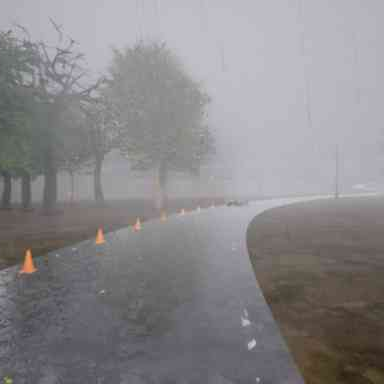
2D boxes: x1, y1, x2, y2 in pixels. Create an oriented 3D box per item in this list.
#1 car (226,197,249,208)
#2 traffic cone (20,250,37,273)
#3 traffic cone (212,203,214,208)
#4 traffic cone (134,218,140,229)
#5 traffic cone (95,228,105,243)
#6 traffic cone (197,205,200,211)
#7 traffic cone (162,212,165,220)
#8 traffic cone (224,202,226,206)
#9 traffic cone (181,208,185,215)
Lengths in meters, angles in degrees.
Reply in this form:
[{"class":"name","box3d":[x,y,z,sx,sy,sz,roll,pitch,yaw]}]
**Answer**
[{"class":"car","box3d":[5.621,1.238,40.800,1.895,1.301,4.718,1,1,23]},{"class":"traffic cone","box3d":[-4.527,1.896,9.207,0.340,0.580,0.340,0,0,5]},{"class":"traffic cone","box3d":[2.417,1.594,39.060,0.340,0.580,0.340,1,1,21]},{"class":"traffic cone","box3d":[-3.136,1.821,19.358,0.340,0.580,0.340,0,1,10]},{"class":"traffic cone","box3d":[-3.949,1.862,14.299,0.340,0.580,0.340,0,0,8]},{"class":"traffic cone","box3d":[0.689,1.659,34.236,0.340,0.580,0.340,1,1,18]},{"class":"traffic cone","box3d":[-2.090,1.773,24.375,0.340,0.580,0.340,1,1,13]},{"class":"traffic cone","box3d":[4.367,1.531,43.799,0.340,0.580,0.340,1,1,24]},{"class":"traffic cone","box3d":[-0.814,1.719,29.338,0.340,0.580,0.340,1,1,16]}]
